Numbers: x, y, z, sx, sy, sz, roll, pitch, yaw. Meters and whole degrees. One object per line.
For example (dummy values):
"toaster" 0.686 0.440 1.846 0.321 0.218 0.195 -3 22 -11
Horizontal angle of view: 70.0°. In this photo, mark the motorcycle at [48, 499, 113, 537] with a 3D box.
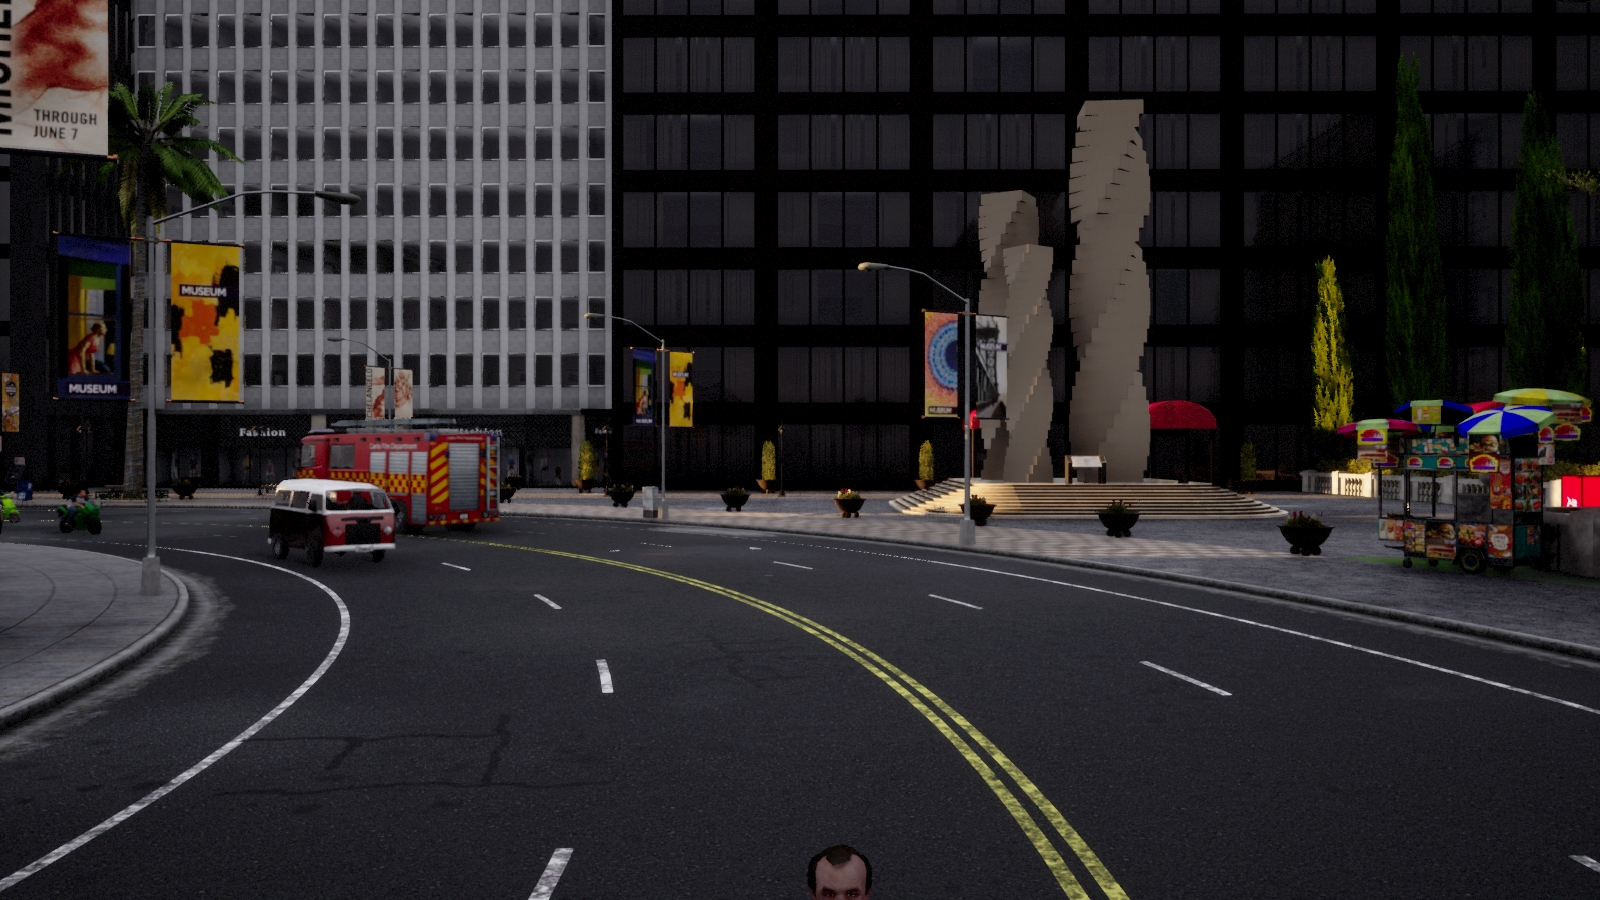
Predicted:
"motorcycle" -23.678 2.213 37.583 2.033 1.145 0.803 0 1 23

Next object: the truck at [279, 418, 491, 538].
"truck" -14.775 0.890 40.313 8.468 3.827 2.891 0 0 37

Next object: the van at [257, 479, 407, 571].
"van" -11.805 1.782 28.662 2.069 2.038 4.480 1 -1 -42
